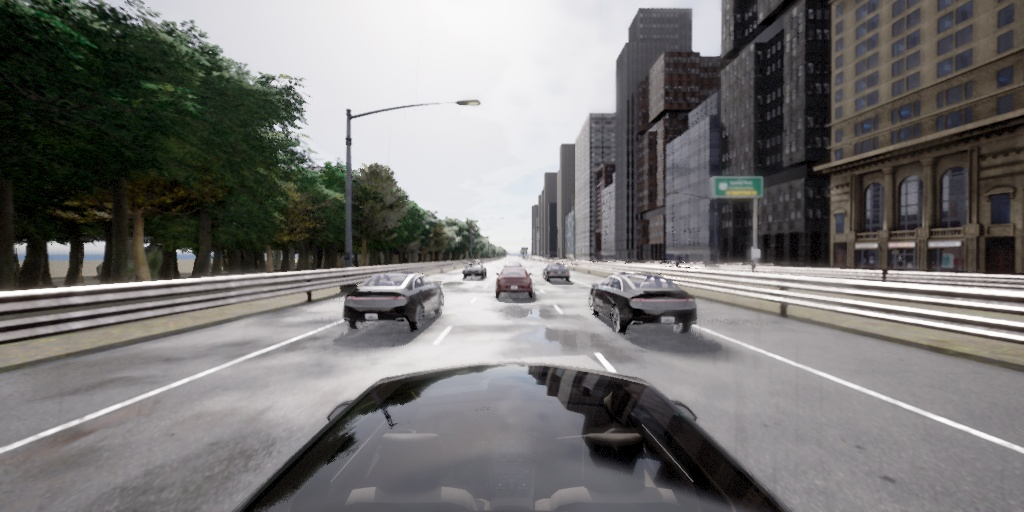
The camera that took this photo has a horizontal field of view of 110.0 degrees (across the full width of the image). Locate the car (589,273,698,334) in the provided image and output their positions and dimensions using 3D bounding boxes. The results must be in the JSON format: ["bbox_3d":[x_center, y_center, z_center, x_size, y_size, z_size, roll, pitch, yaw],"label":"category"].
[{"bbox_3d":[3.599,1.256,10.687,2.128,1.511,4.902,0,0,0],"label":"car"}]

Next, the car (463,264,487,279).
[{"bbox_3d":[-3.389,1.407,33.481,1.895,1.301,4.718,0,0,0],"label":"car"}]

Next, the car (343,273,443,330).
[{"bbox_3d":[-3.402,1.257,11.124,2.128,1.511,4.902,0,0,0],"label":"car"}]

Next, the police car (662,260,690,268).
[{"bbox_3d":[22.240,1.419,49.702,1.930,1.638,5.238,0,0,-17],"label":"police car"}]

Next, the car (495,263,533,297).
[{"bbox_3d":[0.107,1.303,18.913,1.812,1.442,4.674,0,0,0],"label":"car"}]

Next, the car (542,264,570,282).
[{"bbox_3d":[3.611,1.345,29.768,2.033,1.411,5.357,0,0,0],"label":"car"}]
